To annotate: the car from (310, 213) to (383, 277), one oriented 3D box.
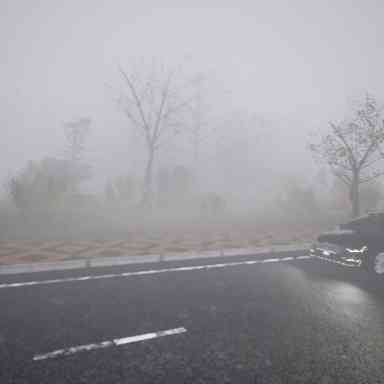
[{"bbox_3d":[5.740,1.416,9.916,4.892,1.490,1.837,1,2,-27],"label":"car"}]
